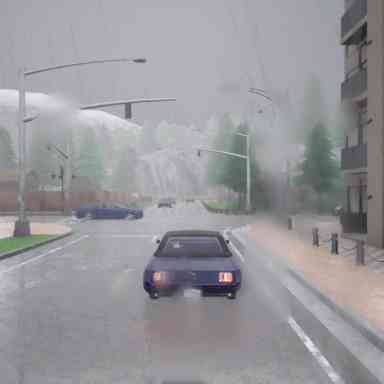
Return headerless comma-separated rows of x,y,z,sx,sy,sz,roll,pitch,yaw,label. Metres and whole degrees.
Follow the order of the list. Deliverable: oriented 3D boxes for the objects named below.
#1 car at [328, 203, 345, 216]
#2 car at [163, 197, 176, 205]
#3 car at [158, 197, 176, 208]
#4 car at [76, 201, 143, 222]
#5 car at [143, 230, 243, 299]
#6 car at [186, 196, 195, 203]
14.709,1.367,29.892,4.553,1.767,2.097,0,0,-1,car
-3.816,1.564,57.886,1.994,1.385,4.181,0,0,1,car
-3.790,1.547,47.897,2.033,1.411,5.357,0,0,0,car
-6.289,1.473,25.578,5.008,1.535,1.882,0,0,-2,car
0.026,1.601,8.381,1.895,1.301,4.718,0,0,0,car
-0.305,1.547,68.230,2.033,1.411,5.357,0,0,0,car
